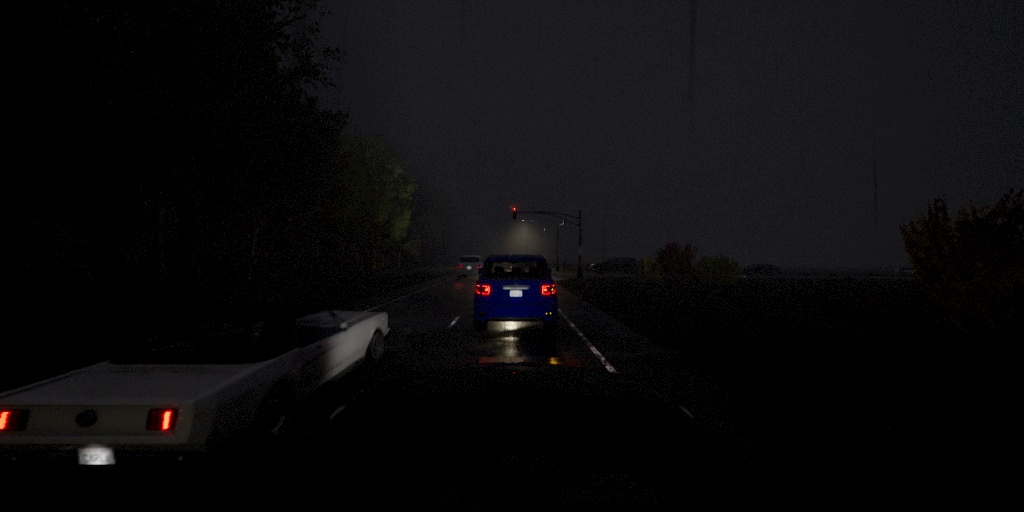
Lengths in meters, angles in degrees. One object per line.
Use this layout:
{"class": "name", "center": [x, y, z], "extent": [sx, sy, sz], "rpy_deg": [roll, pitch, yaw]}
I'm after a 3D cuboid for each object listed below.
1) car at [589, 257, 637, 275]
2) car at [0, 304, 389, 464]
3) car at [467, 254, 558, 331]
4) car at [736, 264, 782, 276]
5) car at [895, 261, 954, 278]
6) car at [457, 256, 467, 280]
{"class": "car", "center": [12.117, 1.154, 42.796], "extent": [5.566, 2.045, 2.150], "rpy_deg": [0, -1, 4]}
{"class": "car", "center": [-3.401, 1.351, 5.159], "extent": [1.895, 1.301, 4.718], "rpy_deg": [0, 0, 0]}
{"class": "car", "center": [0.094, 0.971, 11.062], "extent": [2.150, 2.045, 5.566], "rpy_deg": [0, 0, 0]}
{"class": "car", "center": [29.129, 1.622, 42.442], "extent": [4.892, 1.490, 1.837], "rpy_deg": [1, -1, 0]}
{"class": "car", "center": [48.815, 1.553, 42.319], "extent": [5.566, 2.045, 2.150], "rpy_deg": [1, -1, 1]}
{"class": "car", "center": [-3.421, 0.972, 31.232], "extent": [2.150, 2.045, 5.566], "rpy_deg": [0, 0, 0]}
